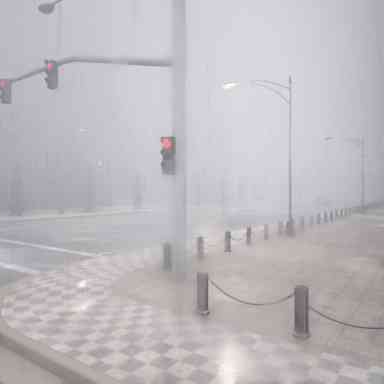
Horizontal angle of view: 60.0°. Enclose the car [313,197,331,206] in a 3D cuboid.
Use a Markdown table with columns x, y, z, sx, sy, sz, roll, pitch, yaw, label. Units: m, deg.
| x | y | z | sx | sy | sz | roll | pitch | yaw | label |
| --- | --- | --- | --- | --- | --- | --- | --- | --- | --- |
| 21.400 | 1.509 | 54.572 | 1.994 | 1.385 | 4.181 | 0 | 0 | 35 | car |
